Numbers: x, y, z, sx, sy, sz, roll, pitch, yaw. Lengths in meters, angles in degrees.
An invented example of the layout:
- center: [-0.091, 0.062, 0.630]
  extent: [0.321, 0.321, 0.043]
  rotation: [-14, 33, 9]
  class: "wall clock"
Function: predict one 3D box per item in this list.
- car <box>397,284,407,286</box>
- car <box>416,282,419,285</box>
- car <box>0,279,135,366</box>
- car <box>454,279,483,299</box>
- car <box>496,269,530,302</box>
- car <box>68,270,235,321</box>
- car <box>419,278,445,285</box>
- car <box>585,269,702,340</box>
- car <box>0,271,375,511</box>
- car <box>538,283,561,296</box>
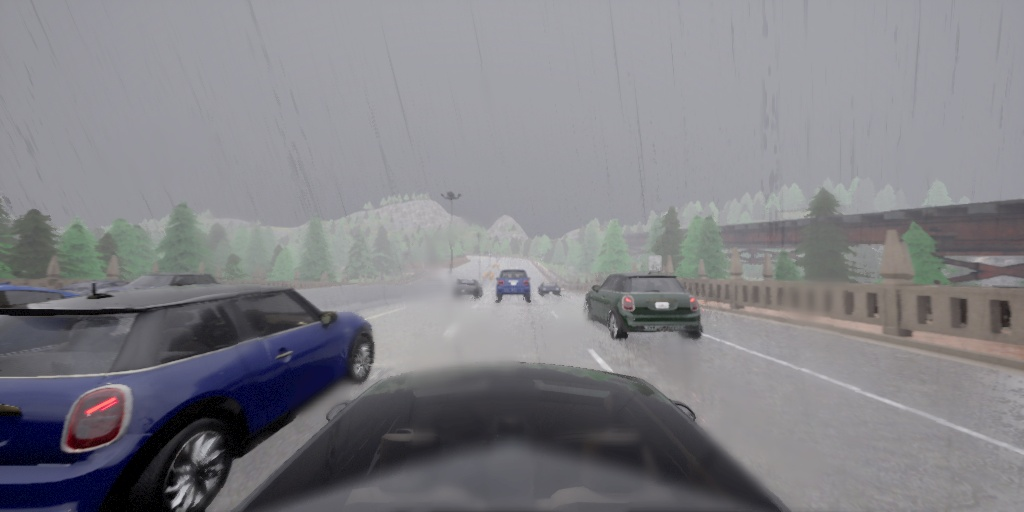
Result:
- center: [-17.568, 4.987, 56.459]
  extent: [1.895, 1.301, 4.718]
  rotation: [0, -5, 1]
  class: "car"
- center: [-14.078, 4.806, 55.431]
  extent: [1.837, 1.490, 4.892]
  rotation: [0, -4, 0]
  class: "car"
- center: [-10.602, 1.297, 6.662]
  extent: [1.882, 1.535, 5.008]
  rotation: [0, -1, 0]
  class: "car"
- center: [-3.412, 2.622, 28.512]
  extent: [2.128, 1.511, 4.902]
  rotation: [0, -5, 0]
  class: "car"
- center: [0.089, 2.024, 24.569]
  extent: [2.150, 2.045, 5.566]
  rotation: [0, -5, 0]
  class: "car"
- center: [-14.104, 1.466, 14.556]
  extent: [2.097, 1.767, 4.553]
  rotation: [0, -3, 0]
  class: "car"
- center: [-10.592, 4.019, 49.170]
  extent: [2.150, 2.045, 5.566]
  rotation: [0, -5, 0]
  class: "car"
- center: [3.595, 1.286, 10.709]
  extent: [2.097, 1.767, 4.553]
  rotation: [0, -2, 0]
  class: "car"
- center: [-3.402, 1.121, 4.326]
  extent: [2.097, 1.767, 4.553]
  rotation: [0, -1, 0]
  class: "car"
- center: [3.585, 3.286, 35.369]
  extent: [1.895, 1.301, 4.718]
  rotation: [0, -5, 0]
  class: "car"
